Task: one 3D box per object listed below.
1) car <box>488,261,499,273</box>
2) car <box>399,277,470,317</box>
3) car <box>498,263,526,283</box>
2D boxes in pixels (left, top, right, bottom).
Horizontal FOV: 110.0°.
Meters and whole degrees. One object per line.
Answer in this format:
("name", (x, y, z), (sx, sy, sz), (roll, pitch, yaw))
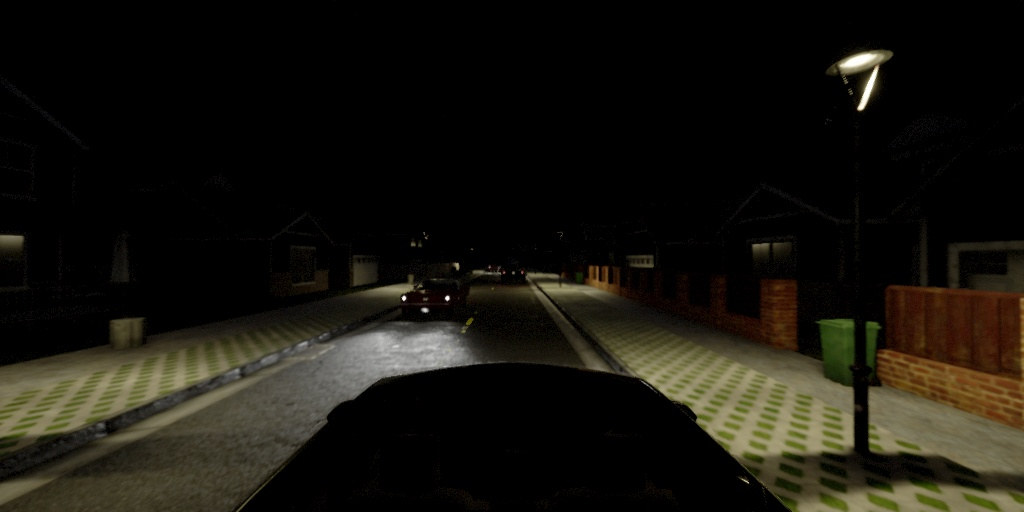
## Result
("car", (-2.763, 1.758, 58.450), (2.097, 1.767, 4.553), (0, -1, 0))
("car", (-2.839, 1.499, 13.979), (1.895, 1.301, 4.718), (0, -1, 0))
("car", (0.125, 1.459, 31.990), (2.097, 1.767, 4.553), (0, -1, 0))
